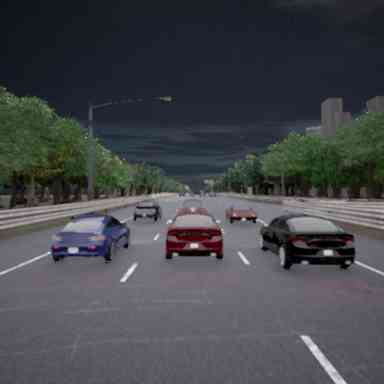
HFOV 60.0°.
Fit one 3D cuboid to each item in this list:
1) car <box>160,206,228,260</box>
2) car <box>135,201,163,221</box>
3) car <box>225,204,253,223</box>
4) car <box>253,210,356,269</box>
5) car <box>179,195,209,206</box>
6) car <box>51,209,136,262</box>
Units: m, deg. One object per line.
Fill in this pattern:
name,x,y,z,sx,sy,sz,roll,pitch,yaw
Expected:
car,0.074,1.477,12.420,1.882,1.535,5.008,0,-1,0
car,-3.433,1.464,26.419,2.128,1.511,4.902,0,0,0
car,3.559,1.579,24.931,1.895,1.301,4.718,0,0,0
car,3.569,1.477,11.204,1.882,1.535,5.008,0,-1,0
car,0.066,1.324,26.097,2.097,1.767,4.553,0,0,0
car,-3.427,1.525,11.920,1.812,1.442,4.674,0,0,0
